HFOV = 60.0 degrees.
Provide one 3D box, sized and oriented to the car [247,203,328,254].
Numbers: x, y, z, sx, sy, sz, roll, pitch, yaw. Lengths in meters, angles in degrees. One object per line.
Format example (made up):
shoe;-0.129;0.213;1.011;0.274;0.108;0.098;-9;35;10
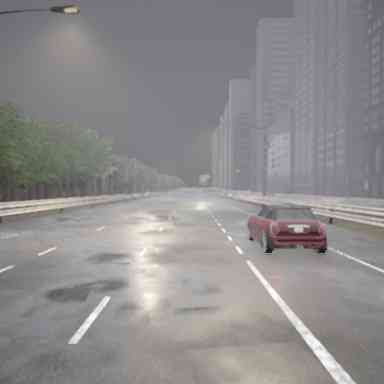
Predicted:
car;3.522;1.251;13.124;2.097;1.767;4.553;0;1;0
